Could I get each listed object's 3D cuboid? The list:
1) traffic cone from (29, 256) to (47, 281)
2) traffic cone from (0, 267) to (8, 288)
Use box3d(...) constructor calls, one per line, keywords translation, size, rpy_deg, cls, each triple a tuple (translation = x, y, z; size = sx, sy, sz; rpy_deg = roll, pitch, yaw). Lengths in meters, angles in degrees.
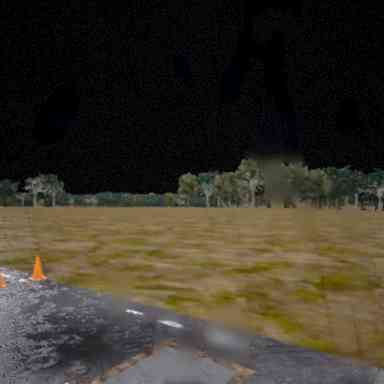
box3d(translation=(-4.128, 2.026, 8.916), size=(0.340, 0.580, 0.340), rpy_deg=(0, -1, 37), cls="traffic cone")
box3d(translation=(-4.725, 2.017, 8.114), size=(0.340, 0.580, 0.340), rpy_deg=(0, -1, 37), cls="traffic cone")
